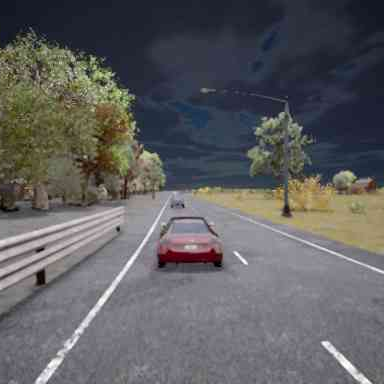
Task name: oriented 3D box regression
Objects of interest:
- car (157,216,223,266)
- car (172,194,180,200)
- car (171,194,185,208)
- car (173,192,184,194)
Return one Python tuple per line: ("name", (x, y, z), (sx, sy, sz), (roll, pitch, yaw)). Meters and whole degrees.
("car", (-0.136, 1.518, 11.360), (1.994, 1.385, 4.181), (0, 0, -3))
("car", (-3.877, 1.150, 80.872), (2.033, 1.411, 5.357), (0, 0, -3))
("car", (-1.963, 1.341, 45.337), (2.033, 1.411, 5.357), (0, 0, -3))
("car", (-2.775, 1.265, 60.403), (2.033, 1.411, 5.357), (0, 0, -3))
